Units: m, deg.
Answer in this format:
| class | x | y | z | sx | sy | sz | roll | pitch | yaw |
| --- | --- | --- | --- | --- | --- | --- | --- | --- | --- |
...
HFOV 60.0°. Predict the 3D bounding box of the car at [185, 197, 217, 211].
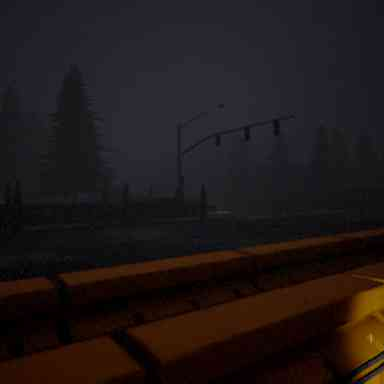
| class | x | y | z | sx | sy | sz | roll | pitch | yaw |
| --- | --- | --- | --- | --- | --- | --- | --- | --- | --- |
| car | 0.857 | 1.362 | 38.207 | 1.882 | 1.535 | 5.008 | 0 | 1 | -35 |
